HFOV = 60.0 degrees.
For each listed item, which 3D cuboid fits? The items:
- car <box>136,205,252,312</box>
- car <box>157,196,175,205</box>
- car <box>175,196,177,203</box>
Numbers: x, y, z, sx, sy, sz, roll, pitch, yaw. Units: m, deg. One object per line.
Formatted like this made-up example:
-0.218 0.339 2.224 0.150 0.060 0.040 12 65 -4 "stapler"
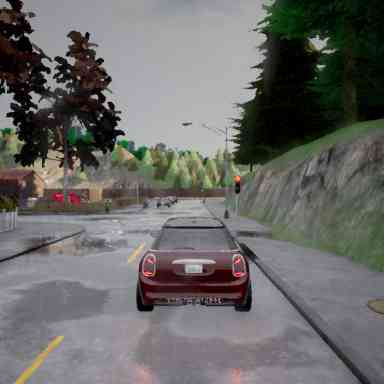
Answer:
0.055 1.352 7.891 2.097 1.767 4.553 0 0 1 "car"
-4.087 1.491 49.060 2.128 1.511 4.902 0 0 0 "car"
-4.064 1.526 59.090 1.812 1.442 4.674 0 0 0 "car"
